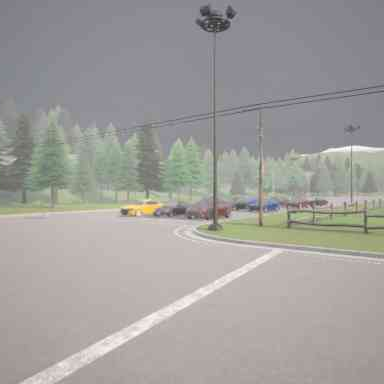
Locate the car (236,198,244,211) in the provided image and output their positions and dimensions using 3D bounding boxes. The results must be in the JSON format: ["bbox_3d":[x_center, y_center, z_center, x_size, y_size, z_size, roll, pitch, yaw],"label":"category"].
[{"bbox_3d":[4.958,1.492,38.493,2.128,1.511,4.902,0,0,36],"label":"car"}]

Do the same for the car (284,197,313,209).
[{"bbox_3d":[14.437,1.478,45.447,1.882,1.535,5.008,0,0,37],"label":"car"}]

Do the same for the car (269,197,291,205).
[{"bbox_3d":[15.581,1.547,58.724,2.033,1.411,5.357,0,0,37],"label":"car"}]

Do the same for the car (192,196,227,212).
[{"bbox_3d":[2.162,1.351,40.598,2.097,1.767,4.553,0,0,36],"label":"car"}]

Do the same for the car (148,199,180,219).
[{"bbox_3d":[-1.448,1.526,29.637,1.812,1.442,4.674,0,0,36],"label":"car"}]

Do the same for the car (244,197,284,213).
[{"bbox_3d":[7.998,1.478,36.717,1.882,1.535,5.008,0,0,36],"label":"car"}]

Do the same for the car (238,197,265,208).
[{"bbox_3d":[8.928,1.478,49.768,1.882,1.535,5.008,0,0,36],"label":"car"}]

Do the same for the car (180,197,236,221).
[{"bbox_3d":[1.382,1.352,27.580,2.097,1.767,4.553,0,0,35],"label":"car"}]

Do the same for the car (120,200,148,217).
[{"bbox_3d":[-4.551,1.478,31.303,1.882,1.535,5.008,0,0,35],"label":"car"}]

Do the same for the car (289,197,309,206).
[{"bbox_3d":[18.064,1.564,56.218,1.994,1.385,4.181,0,0,37],"label":"car"}]

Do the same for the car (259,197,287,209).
[{"bbox_3d":[11.664,1.492,47.586,2.128,1.511,4.902,0,0,37],"label":"car"}]

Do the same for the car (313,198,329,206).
[{"bbox_3d":[20.420,1.601,53.527,1.895,1.301,4.718,0,0,37],"label":"car"}]
